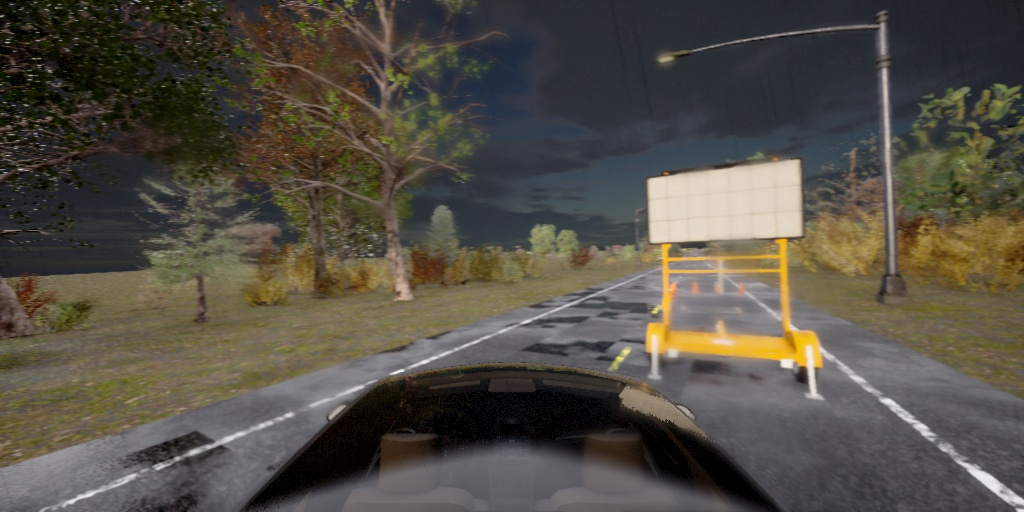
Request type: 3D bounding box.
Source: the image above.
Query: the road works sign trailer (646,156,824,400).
[{"bbox_3d":[3.852,0.149,6.522,2.380,3.560,2.880,0,0,29],"label":"road works sign trailer"}]
